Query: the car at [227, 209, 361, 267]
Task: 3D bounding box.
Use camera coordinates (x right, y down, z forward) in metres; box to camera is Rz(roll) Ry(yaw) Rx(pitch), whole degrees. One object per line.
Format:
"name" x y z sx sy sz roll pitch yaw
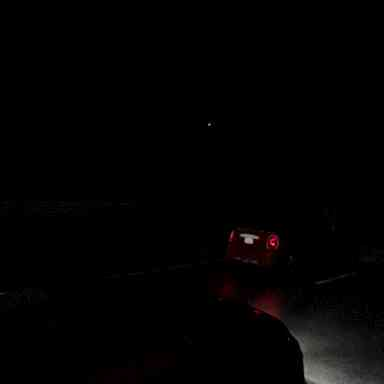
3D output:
"car" 3.298 1.364 10.399 4.553 1.767 2.097 0 0 -36

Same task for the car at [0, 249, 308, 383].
"car" -0.845 1.565 3.143 4.181 1.385 1.994 0 0 -36
